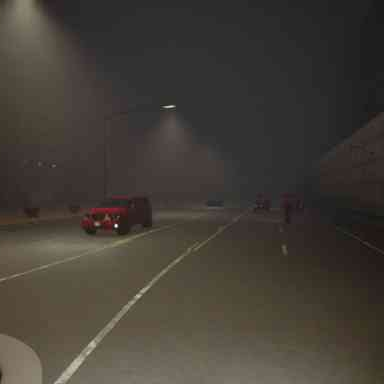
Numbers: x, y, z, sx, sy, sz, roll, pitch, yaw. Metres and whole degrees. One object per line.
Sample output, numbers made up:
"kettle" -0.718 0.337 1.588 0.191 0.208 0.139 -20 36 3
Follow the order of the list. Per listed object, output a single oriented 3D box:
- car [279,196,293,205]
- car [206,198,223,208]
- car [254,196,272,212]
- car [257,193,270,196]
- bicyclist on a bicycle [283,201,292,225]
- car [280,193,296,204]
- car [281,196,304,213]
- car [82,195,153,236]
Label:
"car" 16.416 1.491 58.118 2.128 1.511 4.902 0 0 14
"car" 3.442 1.547 49.453 2.033 1.411 5.357 0 0 14
"car" 8.151 1.547 38.604 2.033 1.411 5.357 0 0 14
"car" 10.561 1.221 48.880 2.150 2.045 5.566 0 0 14
"bicyclist on a bicycle" 6.695 1.455 23.179 0.582 1.620 1.656 0 -2 -1
"car" 13.961 1.221 48.051 2.150 2.045 5.566 0 0 14
"car" 11.540 1.547 37.679 2.033 1.411 5.357 0 0 14
"car" -4.021 1.221 19.048 2.150 2.045 5.566 0 0 14
